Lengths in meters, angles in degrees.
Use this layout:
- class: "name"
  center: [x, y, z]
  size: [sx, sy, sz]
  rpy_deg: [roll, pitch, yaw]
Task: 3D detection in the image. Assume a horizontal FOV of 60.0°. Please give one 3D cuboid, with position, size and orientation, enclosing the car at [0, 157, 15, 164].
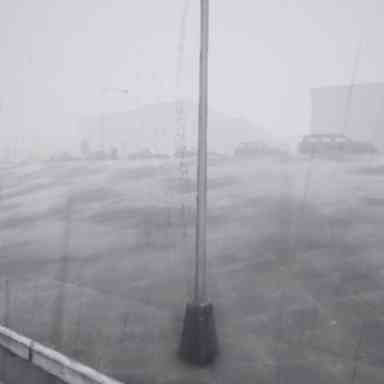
- class: "car"
  center: [-23.530, -3.827, 43.467]
  size: [4.674, 1.452, 2.002]
  rpy_deg: [1, 1, 33]

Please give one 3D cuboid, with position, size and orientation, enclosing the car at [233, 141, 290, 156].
- class: "car"
  center: [5.714, -3.361, 27.429]
  size: [4.553, 1.767, 2.185]
  rpy_deg: [1, 1, 26]

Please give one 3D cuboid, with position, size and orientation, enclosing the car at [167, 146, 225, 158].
- class: "car"
  center: [0.632, -3.357, 29.869]
  size: [4.892, 1.521, 2.231]
  rpy_deg: [1, 1, 27]

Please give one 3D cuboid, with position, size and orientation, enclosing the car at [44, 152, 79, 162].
- class: "car"
  center: [-14.061, -3.790, 37.727]
  size: [4.553, 1.767, 2.185]
  rpy_deg: [1, 1, 31]

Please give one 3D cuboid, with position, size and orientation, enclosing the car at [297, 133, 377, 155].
- class: "car"
  center: [10.816, -3.342, 25.093]
  size: [5.566, 2.045, 2.435]
  rpy_deg: [2, 1, 25]

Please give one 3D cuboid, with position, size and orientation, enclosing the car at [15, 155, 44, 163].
- class: "car"
  center: [-18.817, -3.765, 40.540]
  size: [5.008, 1.535, 2.097]
  rpy_deg: [1, 1, 32]

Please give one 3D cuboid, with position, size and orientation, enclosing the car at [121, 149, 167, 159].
- class: "car"
  center: [-4.202, -3.419, 32.325]
  size: [4.674, 1.452, 2.002]
  rpy_deg: [1, 1, 28]

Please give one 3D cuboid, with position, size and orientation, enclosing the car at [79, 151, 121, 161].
- class: "car"
  center: [-9.067, -3.530, 34.929]
  size: [4.792, 1.488, 2.163]
  rpy_deg: [1, 1, 29]
